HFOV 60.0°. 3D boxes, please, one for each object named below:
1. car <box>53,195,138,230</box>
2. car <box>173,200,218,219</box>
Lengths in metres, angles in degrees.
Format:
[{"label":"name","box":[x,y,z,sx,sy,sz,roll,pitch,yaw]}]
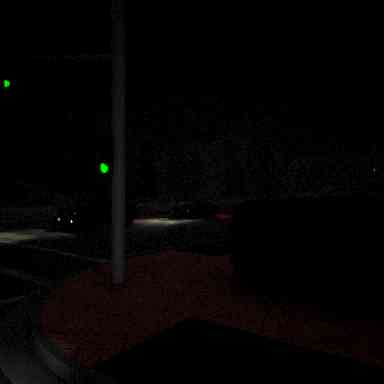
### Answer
[{"label":"car","box":[-5.979,1.221,21.385,2.150,2.045,5.566,0,0,38]},{"label":"car","box":[0.386,1.478,29.401,1.882,1.535,5.008,0,0,39]}]
